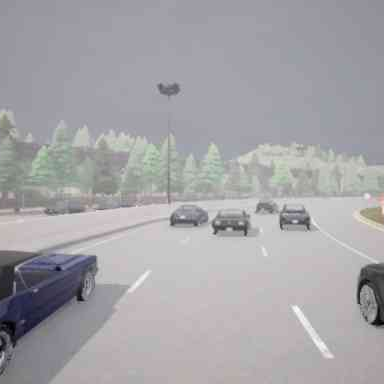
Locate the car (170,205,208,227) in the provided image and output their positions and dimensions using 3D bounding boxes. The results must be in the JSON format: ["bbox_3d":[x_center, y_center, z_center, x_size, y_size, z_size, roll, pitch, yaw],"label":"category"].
[{"bbox_3d":[-0.116,1.588,23.450,1.994,1.385,4.181,0,0,14],"label":"car"}]

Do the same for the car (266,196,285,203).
[{"bbox_3d":[17.531,1.515,69.656,1.994,1.385,4.181,0,0,42],"label":"car"}]

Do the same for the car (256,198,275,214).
[{"bbox_3d":[8.442,1.585,37.120,1.837,1.490,4.892,0,0,24],"label":"car"}]

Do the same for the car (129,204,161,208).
[{"bbox_3d":[-4.128,1.369,34.546,2.097,1.767,4.553,0,0,21],"label":"car"}]

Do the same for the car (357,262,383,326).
[{"bbox_3d":[3.838,1.514,4.168,2.128,1.511,4.902,0,0,3],"label":"car"}]

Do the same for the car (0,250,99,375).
[{"bbox_3d":[-3.119,1.592,5.378,1.895,1.301,4.718,0,0,4],"label":"car"}]

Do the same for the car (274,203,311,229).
[{"bbox_3d":[6.738,1.547,22.074,2.128,1.511,4.902,0,0,15],"label":"car"}]

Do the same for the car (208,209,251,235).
[{"bbox_3d":[2.406,1.633,19.253,1.895,1.301,4.718,0,0,13],"label":"car"}]

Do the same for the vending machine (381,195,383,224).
[{"bbox_3d":[14.565,1.291,24.412,1.100,2.100,0.880,0,0,18],"label":"vending machine"}]

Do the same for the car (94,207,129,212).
[{"bbox_3d":[-7.926,1.546,34.553,2.033,1.411,5.357,0,0,20],"label":"car"}]
